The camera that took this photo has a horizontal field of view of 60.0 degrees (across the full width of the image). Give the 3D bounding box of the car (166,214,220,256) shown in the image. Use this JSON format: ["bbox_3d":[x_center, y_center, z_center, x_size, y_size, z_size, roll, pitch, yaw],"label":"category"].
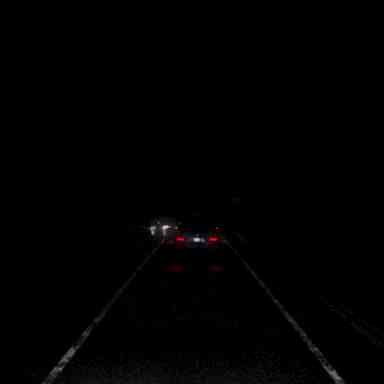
[{"bbox_3d":[0.201,1.865,14.367,2.033,1.411,5.357,0,-2,1],"label":"car"}]

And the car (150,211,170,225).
[{"bbox_3d":[-3.307,2.806,35.867,2.033,1.411,5.357,0,-3,1],"label":"car"}]

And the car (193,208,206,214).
[{"bbox_3d":[1.793,4.363,77.060,2.033,1.411,5.357,1,-2,14],"label":"car"}]

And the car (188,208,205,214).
[{"bbox_3d":[0.378,2.725,35.517,1.882,1.535,5.008,0,-3,1],"label":"car"}]
